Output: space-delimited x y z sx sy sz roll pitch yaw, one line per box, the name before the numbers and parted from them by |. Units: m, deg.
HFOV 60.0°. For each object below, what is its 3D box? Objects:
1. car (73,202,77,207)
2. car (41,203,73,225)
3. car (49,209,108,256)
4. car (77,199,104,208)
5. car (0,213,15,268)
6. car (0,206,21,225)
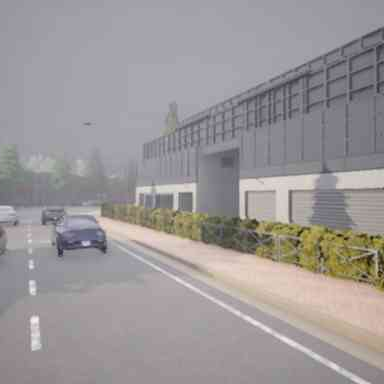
car | -21.804 2.291 65.457 1.895 1.301 4.718 0 -1 22
car | -11.184 1.780 27.070 2.128 1.511 4.902 0 -1 -24
car | -4.777 1.675 13.945 1.812 1.442 4.674 0 0 -26
car | -18.866 2.175 63.398 2.128 1.511 4.902 0 -1 23
car | -7.317 1.664 11.151 2.033 1.411 5.357 0 -1 -26
car | -14.478 1.796 25.880 1.812 1.442 4.674 0 0 -24
